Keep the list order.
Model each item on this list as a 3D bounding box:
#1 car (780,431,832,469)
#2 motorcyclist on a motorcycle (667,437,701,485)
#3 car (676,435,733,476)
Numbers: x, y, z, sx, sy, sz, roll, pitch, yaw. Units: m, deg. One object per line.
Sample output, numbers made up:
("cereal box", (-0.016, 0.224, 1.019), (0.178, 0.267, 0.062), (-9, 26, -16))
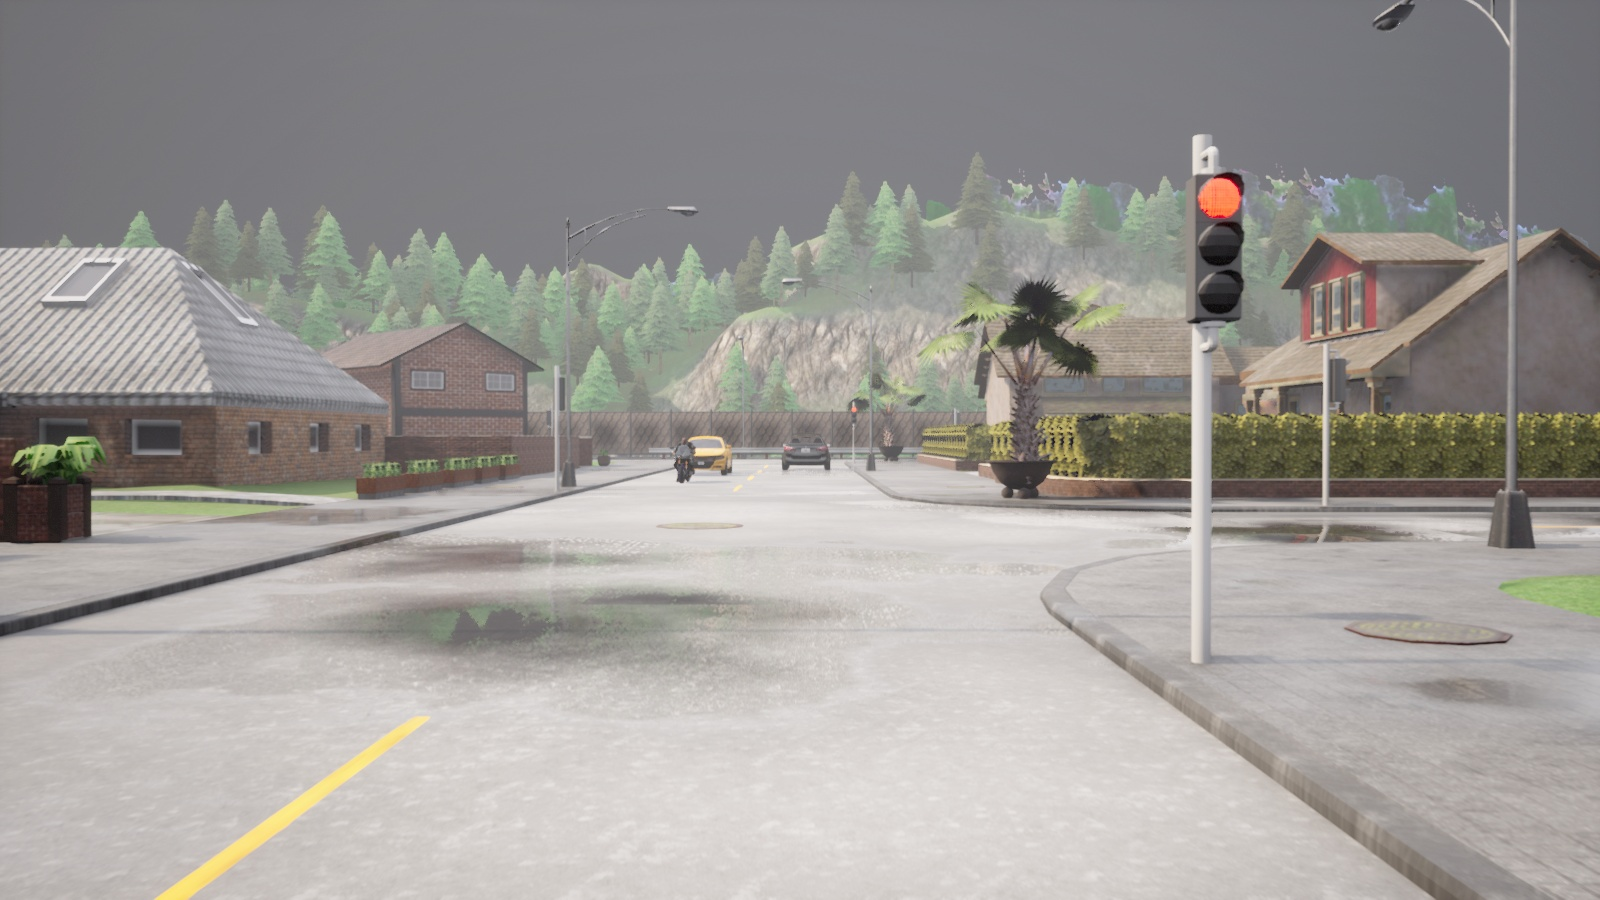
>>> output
("car", (0.302, -0.029, 57.196), (2.242, 1.667, 4.611), (0, 1, 1))
("motorcyclist on a motorcycle", (-3.757, 0.334, 40.930), (0.866, 1.530, 2.191), (0, 1, 1))
("car", (-3.728, 0.181, 49.836), (1.882, 1.535, 5.008), (0, 1, 0))
